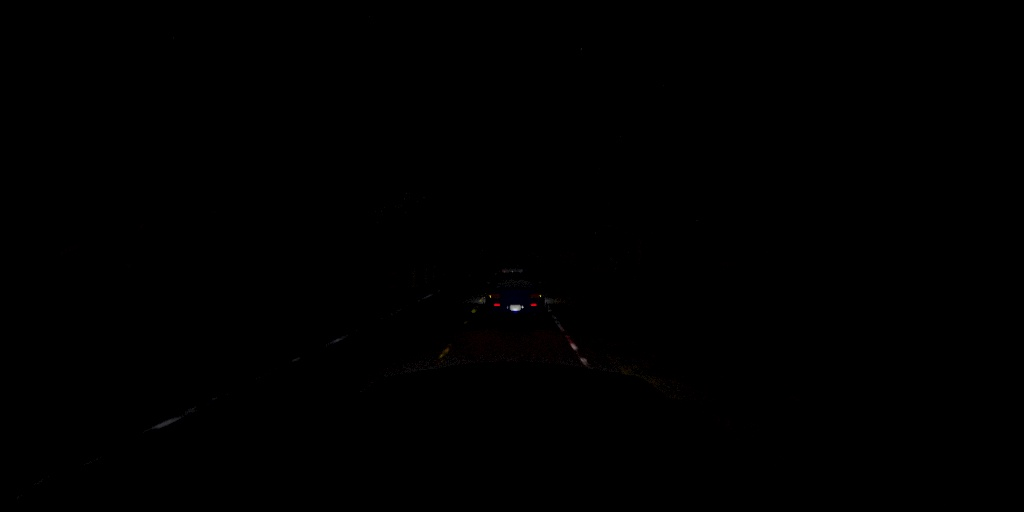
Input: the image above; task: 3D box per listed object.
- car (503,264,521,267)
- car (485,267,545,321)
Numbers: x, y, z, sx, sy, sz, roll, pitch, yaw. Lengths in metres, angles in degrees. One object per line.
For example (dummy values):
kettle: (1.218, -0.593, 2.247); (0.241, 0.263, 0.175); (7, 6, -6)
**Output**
car: (0.023, 1.329, 31.986); (1.895, 1.301, 4.718); (0, 0, 0)
car: (0.090, 1.271, 12.281); (1.812, 1.442, 4.674); (0, 0, 0)
